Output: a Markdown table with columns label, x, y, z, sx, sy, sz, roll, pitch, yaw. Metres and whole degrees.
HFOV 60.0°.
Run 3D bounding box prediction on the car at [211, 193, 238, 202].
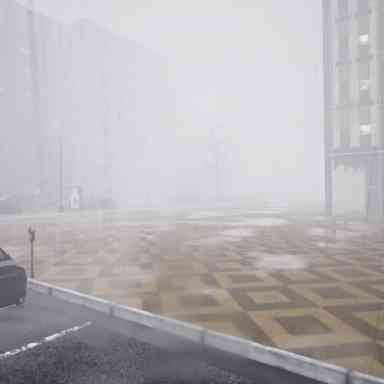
| label | x | y | z | sx | sy | sz | roll | pitch | yaw |
| --- | --- | --- | --- | --- | --- | --- | --- | --- | --- |
| car | 5.938 | 1.093 | 59.692 | 2.008 | 1.369 | 4.403 | -1 | 0 | 36 |

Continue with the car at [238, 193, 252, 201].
| label | x | y | z | sx | sy | sz | roll | pitch | yaw |
| --- | --- | --- | --- | --- | --- | --- | --- | --- | --- |
| car | 9.180 | 1.047 | 64.169 | 1.887 | 1.381 | 4.507 | -1 | 0 | 36 |

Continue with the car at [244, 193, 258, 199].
| label | x | y | z | sx | sy | sz | roll | pitch | yaw |
| --- | --- | --- | --- | --- | --- | --- | --- | --- | --- |
| car | 15.362 | 1.039 | 86.992 | 1.947 | 1.339 | 4.313 | -1 | 0 | 36 |

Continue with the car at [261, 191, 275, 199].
| label | x | y | z | sx | sy | sz | roll | pitch | yaw |
| --- | --- | --- | --- | --- | --- | --- | --- | --- | --- |
| car | 15.661 | 0.740 | 73.122 | 2.192 | 1.841 | 5.009 | -1 | 0 | 36 |

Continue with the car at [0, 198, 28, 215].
| label | x | y | z | sx | sy | sz | roll | pitch | yaw |
| --- | --- | --- | --- | --- | --- | --- | --- | --- | --- |
| car | -16.755 | 1.413 | 28.353 | 1.802 | 1.307 | 4.206 | -1 | 0 | 36 |

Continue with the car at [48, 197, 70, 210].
| label | x | y | z | sx | sy | sz | roll | pitch | yaw |
| --- | --- | --- | --- | --- | --- | --- | --- | --- | --- |
| car | -14.735 | 1.355 | 41.051 | 1.812 | 1.442 | 4.674 | -1 | 0 | 36 |

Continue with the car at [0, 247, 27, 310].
| label | x | y | z | sx | sy | sz | roll | pitch | yaw |
| --- | --- | --- | --- | --- | --- | --- | --- | --- | --- |
| car | -4.994 | 1.553 | 6.609 | 4.403 | 1.369 | 2.008 | 0 | -1 | 36 |

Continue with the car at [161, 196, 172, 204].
| label | x | y | z | sx | sy | sz | roll | pitch | yaw |
| --- | --- | --- | --- | --- | --- | --- | --- | --- | --- |
| car | -3.232 | 1.283 | 56.817 | 1.895 | 1.301 | 4.718 | -1 | 0 | 36 |

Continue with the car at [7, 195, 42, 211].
| label | x | y | z | sx | sy | sz | roll | pitch | yaw |
| --- | --- | --- | --- | --- | --- | --- | --- | --- | --- |
| car | -20.302 | 1.228 | 37.746 | 2.192 | 1.841 | 5.009 | -1 | 0 | 36 |

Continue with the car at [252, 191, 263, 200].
| label | x | y | z | sx | sy | sz | roll | pitch | yaw |
| --- | --- | --- | --- | --- | --- | --- | --- | --- | --- |
| car | 12.422 | 1.046 | 68.645 | 1.802 | 1.307 | 4.206 | -1 | 0 | 36 |

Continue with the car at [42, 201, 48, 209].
| label | x | y | z | sx | sy | sz | roll | pitch | yaw |
| --- | --- | --- | --- | --- | --- | --- | --- | --- | --- |
| car | -17.058 | 1.415 | 42.224 | 1.887 | 1.381 | 4.507 | -1 | 0 | 36 |

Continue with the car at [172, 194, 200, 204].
| label | x | y | z | sx | sy | sz | roll | pitch | yaw |
| --- | --- | --- | --- | --- | --- | --- | --- | --- | --- |
| car | -0.547 | 1.062 | 50.738 | 1.967 | 1.590 | 4.097 | -1 | 0 | 36 |

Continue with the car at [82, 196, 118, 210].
| label | x | y | z | sx | sy | sz | roll | pitch | yaw |
| --- | --- | --- | --- | --- | --- | --- | --- | --- | --- |
| car | -10.273 | 1.186 | 37.307 | 1.967 | 1.590 | 4.097 | -1 | 0 | 36 |

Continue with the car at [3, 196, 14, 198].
| label | x | y | z | sx | sy | sz | roll | pitch | yaw |
| --- | --- | --- | --- | --- | --- | --- | --- | --- | --- |
| car | -20.718 | 1.412 | 32.769 | 1.837 | 1.490 | 4.892 | -1 | 0 | 36 |

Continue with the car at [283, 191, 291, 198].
| label | x | y | z | sx | sy | sz | roll | pitch | yaw |
| --- | --- | --- | --- | --- | --- | --- | --- | --- | --- |
| car | 22.148 | 0.931 | 82.076 | 1.802 | 1.307 | 4.206 | -1 | 0 | 36 |

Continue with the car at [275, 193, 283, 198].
| label | x | y | z | sx | sy | sz | roll | pitch | yaw |
| --- | --- | --- | --- | --- | --- | --- | --- | --- | --- |
| car | 18.906 | 0.937 | 77.599 | 2.008 | 1.369 | 4.403 | -1 | 0 | 36 |

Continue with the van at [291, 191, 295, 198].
| label | x | y | z | sx | sy | sz | roll | pitch | yaw |
| --- | --- | --- | --- | --- | --- | --- | --- | --- | --- |
| van | 25.388 | 0.654 | 86.553 | 1.690 | 1.788 | 3.998 | -1 | 0 | 36 |
